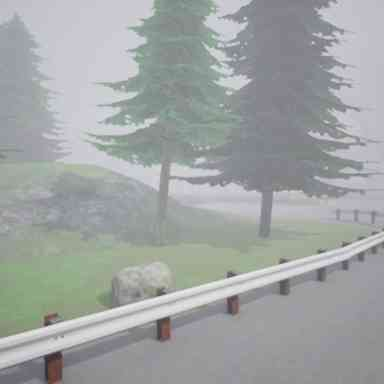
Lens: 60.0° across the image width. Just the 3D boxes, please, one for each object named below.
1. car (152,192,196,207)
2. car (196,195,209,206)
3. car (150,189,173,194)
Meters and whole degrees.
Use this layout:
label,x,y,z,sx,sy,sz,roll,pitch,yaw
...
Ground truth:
label,x,y,z,sx,sy,sz,roll,pitch,yaw
car,-2.390,1.095,42.960,4.902,1.511,2.128,0,1,38
car,0.033,1.059,45.510,4.892,1.490,1.837,0,1,38
car,-7.009,0.273,82.256,5.566,2.045,2.150,1,1,38
